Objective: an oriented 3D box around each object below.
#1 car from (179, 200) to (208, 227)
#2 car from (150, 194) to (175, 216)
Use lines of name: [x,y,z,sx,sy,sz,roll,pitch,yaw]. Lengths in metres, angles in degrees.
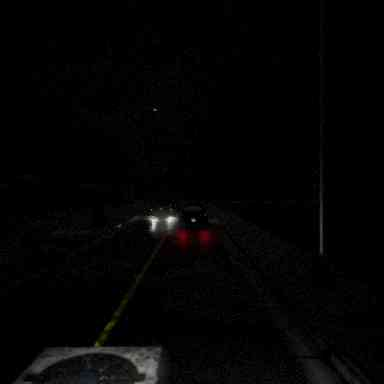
car: [0.092,1.539,22.718,1.812,1.442,4.674,0,0,0]
car: [-2.856,1.254,33.574,2.150,2.045,5.566,0,0,0]
